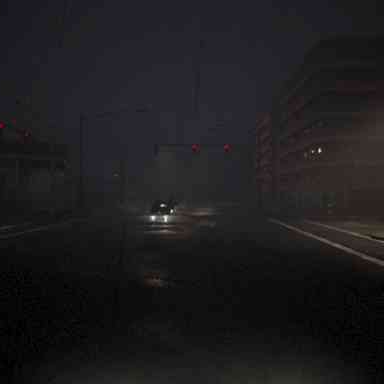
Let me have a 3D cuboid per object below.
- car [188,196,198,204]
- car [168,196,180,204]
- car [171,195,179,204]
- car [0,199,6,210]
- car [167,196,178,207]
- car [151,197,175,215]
[{"bbox_3d":[0.260,1.526,65.000,1.812,1.442,4.674,0,0,0],"label":"car"},{"bbox_3d":[-3.382,1.564,62.569,1.994,1.385,4.181,0,0,0],"label":"car"},{"bbox_3d":[-3.321,1.352,52.551,2.097,1.767,4.553,0,0,0],"label":"car"},{"bbox_3d":[-24.046,1.456,38.922,3.806,1.475,1.970,0,0,1],"label":"car"},{"bbox_3d":[-3.248,1.564,43.955,1.994,1.385,4.181,0,0,0],"label":"car"},{"bbox_3d":[-3.168,1.547,34.715,2.033,1.411,5.357,0,0,-1],"label":"car"}]
